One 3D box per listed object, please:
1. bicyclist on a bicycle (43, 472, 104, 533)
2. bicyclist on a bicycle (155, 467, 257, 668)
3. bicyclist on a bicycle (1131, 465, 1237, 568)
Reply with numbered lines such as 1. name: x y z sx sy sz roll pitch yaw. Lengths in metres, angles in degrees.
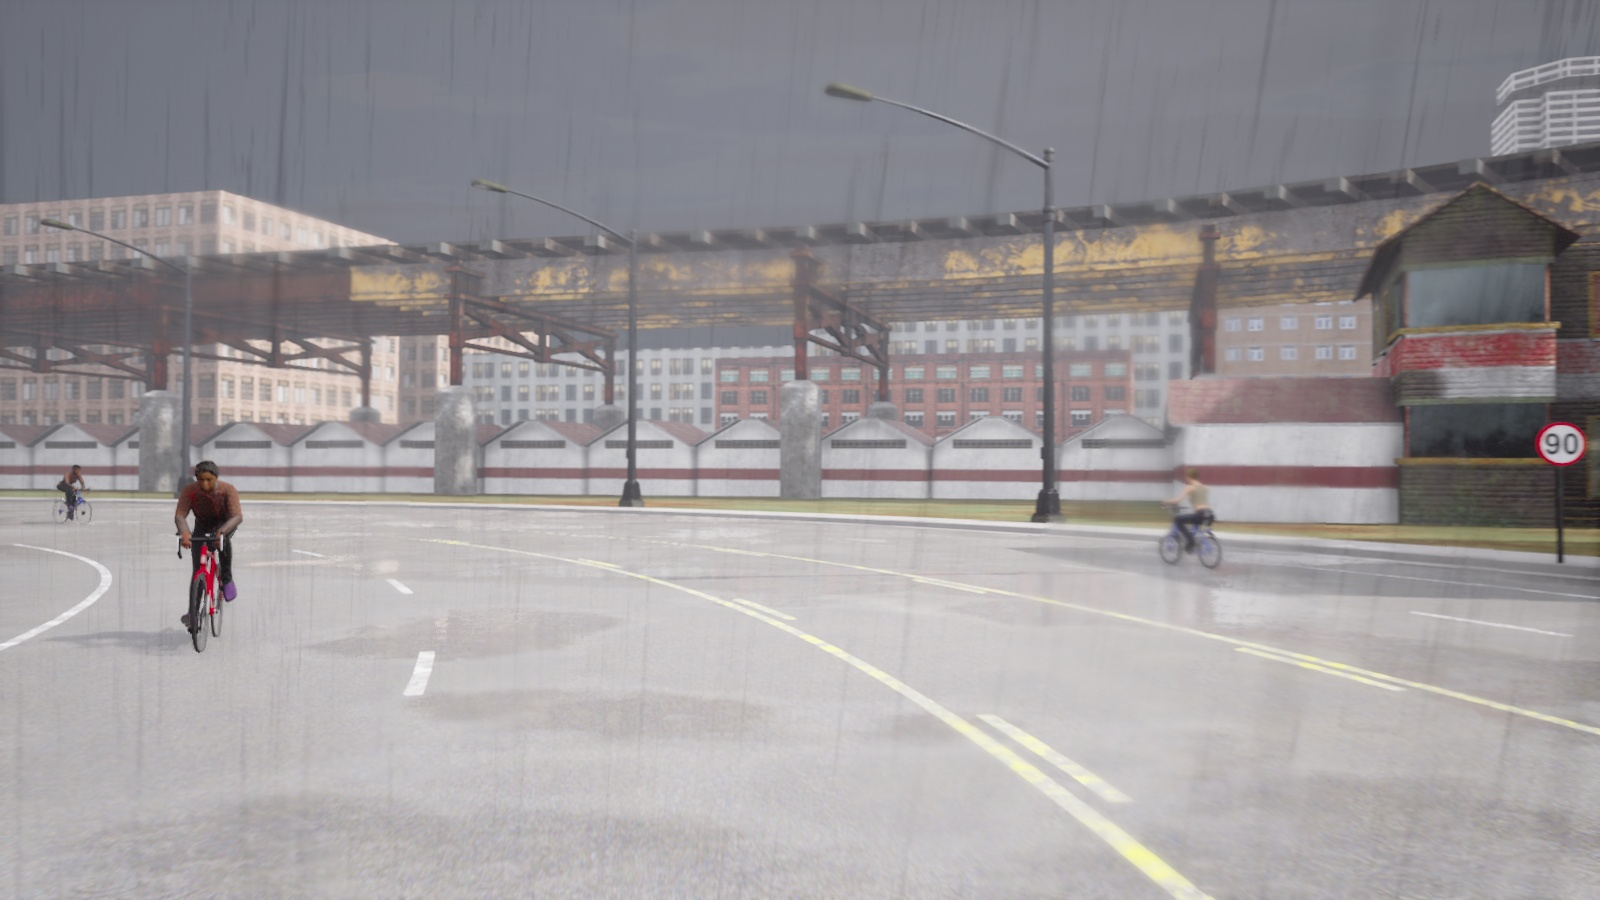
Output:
1. bicyclist on a bicycle: -19.596 1.395 33.863 1.656 1.620 0.582 0 -1 26
2. bicyclist on a bicycle: -5.195 0.968 11.062 0.582 1.620 1.656 0 -1 -17
3. bicyclist on a bicycle: 6.269 1.060 20.572 0.866 1.612 1.509 0 -1 -23
